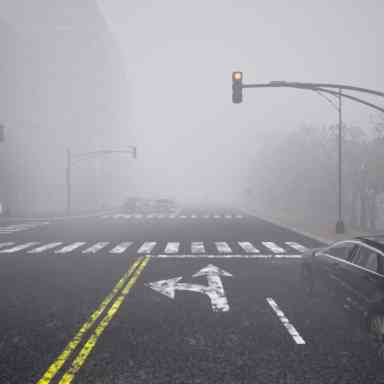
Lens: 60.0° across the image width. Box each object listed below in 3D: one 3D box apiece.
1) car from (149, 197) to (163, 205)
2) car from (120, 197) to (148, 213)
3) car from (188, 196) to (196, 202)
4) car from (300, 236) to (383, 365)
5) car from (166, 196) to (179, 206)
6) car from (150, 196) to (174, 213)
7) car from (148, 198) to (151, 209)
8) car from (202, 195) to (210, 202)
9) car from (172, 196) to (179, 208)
[{"bbox_3d":[-6.568,1.566,60.906,2.033,1.411,5.357,0,0,0],"label":"car"},{"bbox_3d":[-6.598,1.357,37.026,2.097,1.767,4.553,0,0,0],"label":"car"},{"bbox_3d":[0.008,1.628,78.446,1.895,1.301,4.718,0,0,0],"label":"car"},{"bbox_3d":[3.350,1.491,5.650,2.128,1.511,4.902,0,0,0],"label":"car"},{"bbox_3d":[-3.327,1.494,57.714,1.882,1.535,5.008,0,1,1],"label":"car"},{"bbox_3d":[-3.335,1.531,37.830,1.812,1.442,4.674,0,0,-1],"label":"car"},{"bbox_3d":[-6.596,1.556,46.455,2.033,1.411,5.357,0,0,0],"label":"car"},{"bbox_3d":[3.257,1.511,78.516,1.882,1.535,5.008,0,0,0],"label":"car"},{"bbox_3d":[-3.337,1.573,46.661,1.994,1.385,4.181,0,0,1],"label":"car"}]
